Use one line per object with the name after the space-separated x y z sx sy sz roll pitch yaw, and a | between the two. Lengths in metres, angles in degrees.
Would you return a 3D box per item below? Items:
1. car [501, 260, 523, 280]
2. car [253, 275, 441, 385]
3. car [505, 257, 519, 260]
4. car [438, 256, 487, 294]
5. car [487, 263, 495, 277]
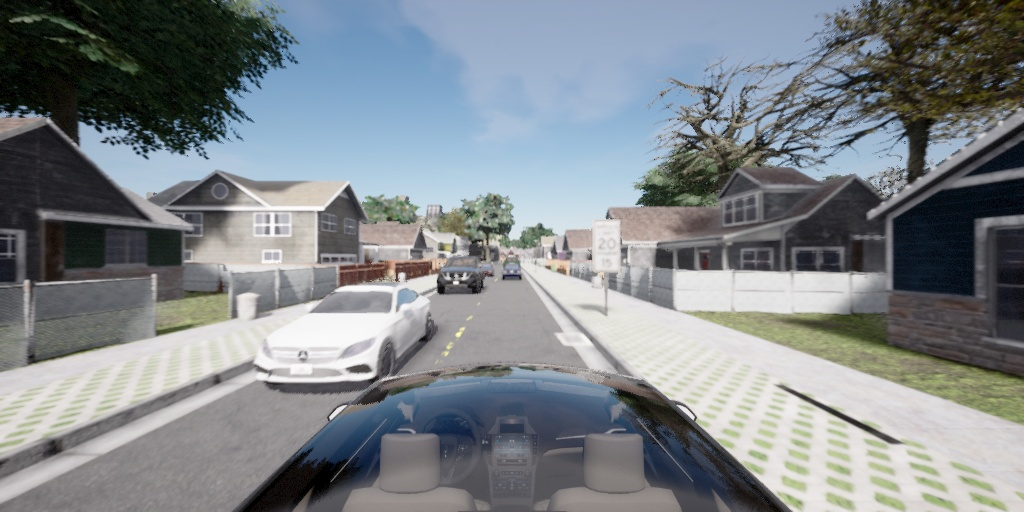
-0.007 1.384 32.833 2.033 1.411 5.357 0 0 0 | car
-2.849 1.287 7.185 1.812 1.442 4.674 0 0 0 | car
0.002 1.114 44.682 2.150 2.045 5.566 0 0 0 | car
-2.848 1.018 20.922 2.150 2.045 5.566 0 0 0 | car
-2.764 1.402 37.257 2.033 1.411 5.357 0 0 0 | car
